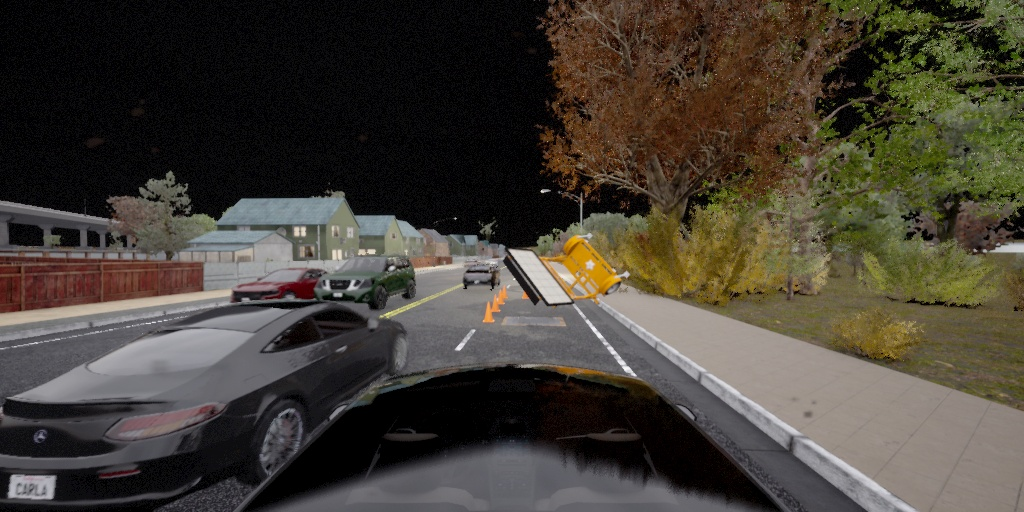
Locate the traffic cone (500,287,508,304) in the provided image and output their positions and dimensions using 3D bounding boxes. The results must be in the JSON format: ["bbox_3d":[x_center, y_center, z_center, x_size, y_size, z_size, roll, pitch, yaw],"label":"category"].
[{"bbox_3d":[-0.474,1.695,14.914,0.340,0.580,0.340,0,0,3],"label":"traffic cone"}]

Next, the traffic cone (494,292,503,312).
[{"bbox_3d":[-0.592,1.697,12.918,0.340,0.580,0.340,0,0,3],"label":"traffic cone"}]

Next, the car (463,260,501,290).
[{"bbox_3d":[-1.806,1.224,22.356,2.128,1.511,4.902,0,0,3],"label":"car"}]

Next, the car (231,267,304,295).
[{"bbox_3d":[-8.968,1.218,14.756,1.882,1.535,5.008,0,0,3],"label":"car"}]

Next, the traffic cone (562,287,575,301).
[{"bbox_3d":[2.638,1.693,16.733,0.340,0.580,0.340,0,0,4],"label":"traffic cone"}]

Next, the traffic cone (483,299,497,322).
[{"bbox_3d":[-0.710,1.698,10.921,0.340,0.580,0.340,0,0,3],"label":"traffic cone"}]

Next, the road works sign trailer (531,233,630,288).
[{"bbox_3d":[2.651,-0.849,13.213,2.880,3.560,2.380,0,0,-43],"label":"road works sign trailer"}]

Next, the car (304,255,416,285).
[{"bbox_3d":[-5.708,0.962,14.832,2.150,2.045,5.566,0,0,3],"label":"car"}]

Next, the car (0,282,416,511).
[{"bbox_3d":[-2.861,1.274,4.537,1.812,1.442,4.674,0,0,3],"label":"car"}]

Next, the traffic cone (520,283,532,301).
[{"bbox_3d":[0.642,1.693,16.852,0.340,0.580,0.340,0,0,4],"label":"traffic cone"}]

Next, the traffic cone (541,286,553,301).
[{"bbox_3d":[1.640,1.693,16.793,0.340,0.580,0.340,0,0,3],"label":"traffic cone"}]
